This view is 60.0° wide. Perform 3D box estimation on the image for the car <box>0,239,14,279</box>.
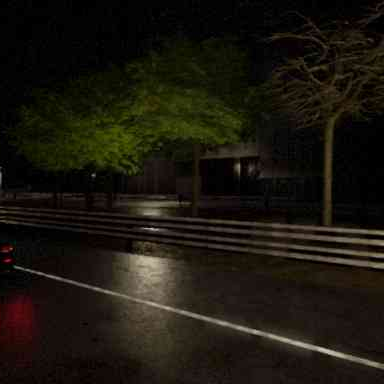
[{"bbox_3d":[-6.355,1.462,8.527,4.674,1.442,1.812,0,0,36],"label":"car"}]
